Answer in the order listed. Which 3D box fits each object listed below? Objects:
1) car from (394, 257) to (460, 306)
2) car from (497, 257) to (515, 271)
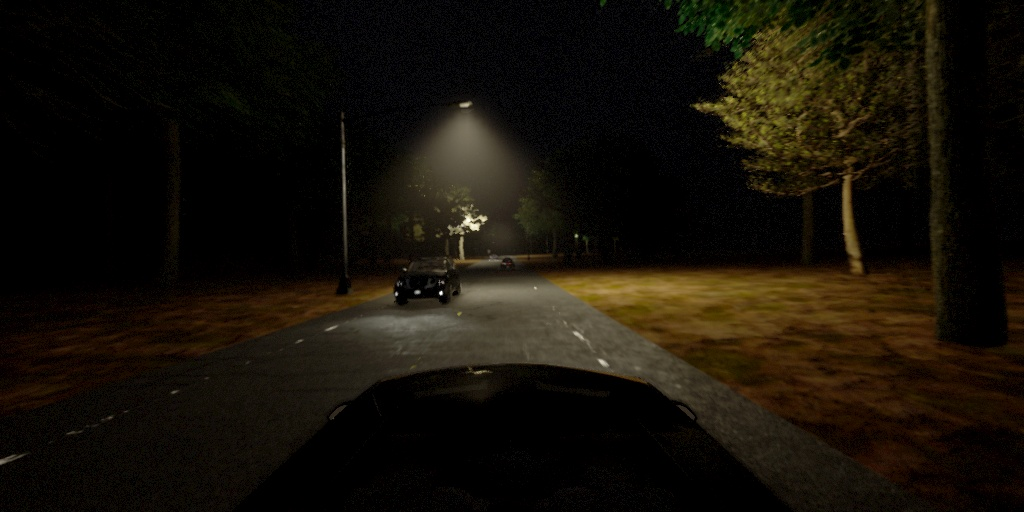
[{"bbox_3d":[-3.831,1.085,17.134,2.150,2.045,5.566,-1,0,-1],"label":"car"},{"bbox_3d":[-0.581,1.153,47.492,2.128,1.511,4.902,-1,1,-1],"label":"car"}]
